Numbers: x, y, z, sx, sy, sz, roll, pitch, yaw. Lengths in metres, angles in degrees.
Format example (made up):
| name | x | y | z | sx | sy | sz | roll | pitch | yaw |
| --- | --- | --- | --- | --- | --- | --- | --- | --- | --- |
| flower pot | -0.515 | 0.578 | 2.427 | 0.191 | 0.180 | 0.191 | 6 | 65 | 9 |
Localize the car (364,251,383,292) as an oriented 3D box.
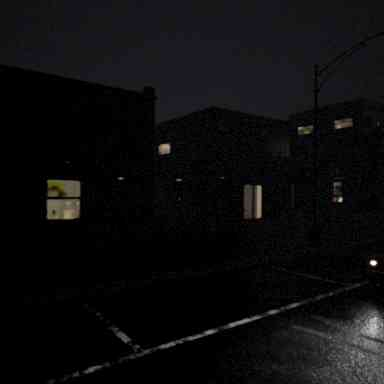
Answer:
| name | x | y | z | sx | sy | sz | roll | pitch | yaw |
| --- | --- | --- | --- | --- | --- | --- | --- | --- | --- |
| car | 5.968 | 1.559 | 7.634 | 4.718 | 1.301 | 1.895 | 0 | 0 | -35 |
